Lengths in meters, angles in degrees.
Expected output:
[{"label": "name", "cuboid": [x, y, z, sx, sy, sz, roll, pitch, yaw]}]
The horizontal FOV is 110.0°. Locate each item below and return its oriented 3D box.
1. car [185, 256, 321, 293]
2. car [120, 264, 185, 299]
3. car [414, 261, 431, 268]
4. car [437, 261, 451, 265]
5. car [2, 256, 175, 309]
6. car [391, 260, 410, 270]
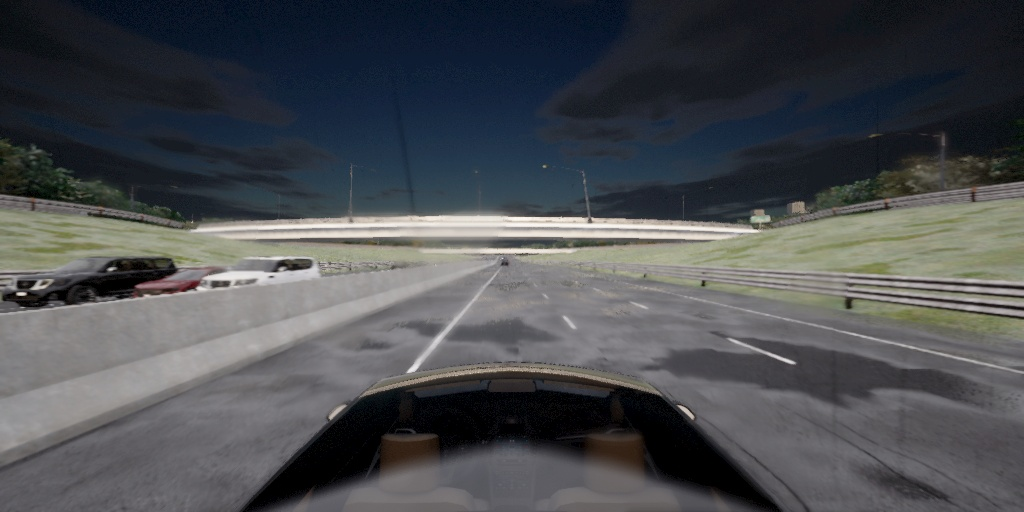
[{"label": "car", "cuboid": [-10.617, 1.014, 15.714, 2.150, 2.045, 5.566, 0, 0, 0]}, {"label": "car", "cuboid": [-14.114, 1.276, 16.359, 1.882, 1.535, 5.008, 0, 0, 0]}, {"label": "car", "cuboid": [-14.342, 1.559, 57.572, 1.994, 1.385, 4.181, 0, 0, 0]}, {"label": "car", "cuboid": [-10.836, 1.548, 57.597, 2.033, 1.411, 5.357, 0, 0, 0]}, {"label": "car", "cuboid": [-17.616, 1.018, 15.637, 2.150, 2.045, 5.566, 0, 0, 0]}, {"label": "car", "cuboid": [-17.841, 1.476, 57.667, 1.882, 1.535, 5.008, 0, 0, 0]}]
